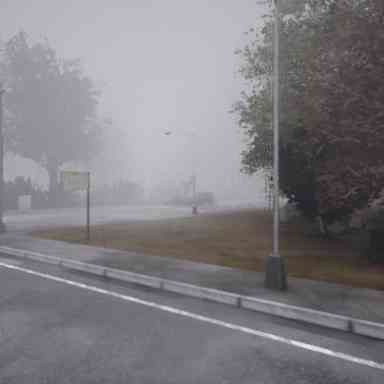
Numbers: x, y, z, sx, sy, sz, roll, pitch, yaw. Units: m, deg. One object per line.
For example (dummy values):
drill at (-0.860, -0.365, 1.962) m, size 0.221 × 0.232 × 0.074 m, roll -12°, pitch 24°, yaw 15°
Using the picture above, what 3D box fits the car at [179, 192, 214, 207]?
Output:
car at (1.101, 1.046, 48.767) m, size 2.150 × 2.045 × 5.566 m, roll 0°, pitch 1°, yaw 37°

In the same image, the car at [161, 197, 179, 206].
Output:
car at (-2.716, 1.383, 49.555) m, size 1.994 × 1.385 × 4.181 m, roll 0°, pitch 0°, yaw 37°
